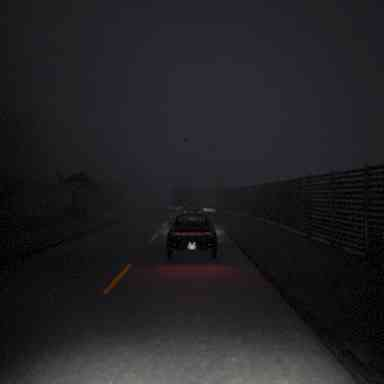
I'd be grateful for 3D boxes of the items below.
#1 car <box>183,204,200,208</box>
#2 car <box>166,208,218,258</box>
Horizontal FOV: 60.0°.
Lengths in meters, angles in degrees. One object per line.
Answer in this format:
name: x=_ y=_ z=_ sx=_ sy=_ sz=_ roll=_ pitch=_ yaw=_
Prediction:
car: x=-0.026 y=1.802 z=28.483 sx=2.128 sy=1.511 sz=4.902 roll=0 pitch=0 yaw=0
car: x=0.010 y=1.640 z=13.484 sx=2.128 sy=1.511 sz=4.902 roll=0 pitch=0 yaw=0
